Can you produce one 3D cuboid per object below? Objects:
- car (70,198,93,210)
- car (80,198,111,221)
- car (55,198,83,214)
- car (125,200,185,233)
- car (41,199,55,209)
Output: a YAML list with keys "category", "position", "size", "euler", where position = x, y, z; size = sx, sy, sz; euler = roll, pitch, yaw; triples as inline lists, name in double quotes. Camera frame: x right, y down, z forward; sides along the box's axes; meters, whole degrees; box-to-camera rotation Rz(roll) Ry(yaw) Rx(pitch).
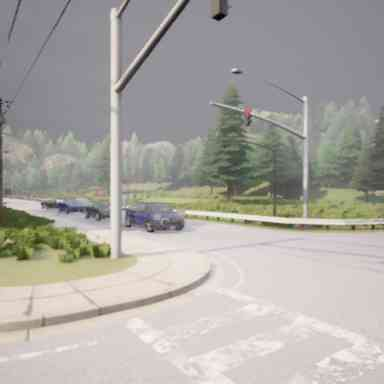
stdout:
- category: "car"
  position: [-15.117, 1.550, 45.326]
  size: [1.812, 1.442, 4.674]
  euler: [0, 0, -34]
- category: "car"
  position: [-7.406, 1.530, 27.538]
  size: [1.837, 1.490, 4.892]
  euler: [0, 0, -34]
- category: "car"
  position: [-12.800, 1.502, 35.417]
  size: [1.882, 1.535, 5.008]
  euler: [0, 0, -35]
- category: "car"
  position: [-2.305, 1.377, 20.097]
  size: [2.097, 1.767, 4.553]
  euler: [0, 0, -34]
- category: "car"
  position: [-18.340, 1.625, 43.537]
  size: [1.895, 1.301, 4.718]
  euler: [0, 0, -34]
